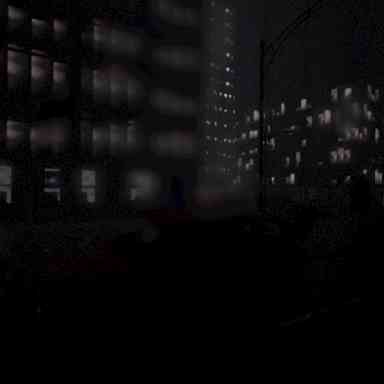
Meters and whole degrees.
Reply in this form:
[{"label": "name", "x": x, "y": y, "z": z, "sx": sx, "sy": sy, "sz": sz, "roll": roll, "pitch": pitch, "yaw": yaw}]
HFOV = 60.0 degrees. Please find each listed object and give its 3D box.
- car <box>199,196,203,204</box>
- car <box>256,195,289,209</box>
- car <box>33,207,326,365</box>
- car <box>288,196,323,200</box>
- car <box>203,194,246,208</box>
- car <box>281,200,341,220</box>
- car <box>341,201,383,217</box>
[{"label": "car", "x": 1.050, "y": 1.355, "z": 55.856, "sx": 1.947, "sy": 1.339, "sz": 4.313, "roll": 1, "pitch": 0, "yaw": -34}, {"label": "car", "x": 10.395, "y": 1.299, "z": 42.156, "sx": 2.192, "sy": 1.841, "sz": 5.009, "roll": 1, "pitch": 0, "yaw": -34}, {"label": "car", "x": -0.059, "y": 1.347, "z": 6.053, "sx": 5.009, "sy": 1.841, "sz": 2.192, "roll": 1, "pitch": 0, "yaw": -35}, {"label": "car", "x": 13.505, "y": 1.489, "z": 37.588, "sx": 1.967, "sy": 1.590, "sz": 4.097, "roll": 1, "pitch": 0, "yaw": -34}, {"label": "car", "x": 3.893, "y": 1.224, "z": 37.704, "sx": 2.192, "sy": 1.841, "sz": 5.009, "roll": 2, "pitch": 0, "yaw": -34}, {"label": "car", "x": 10.112, "y": 1.620, "z": 28.570, "sx": 1.802, "sy": 1.307, "sz": 4.206, "roll": 2, "pitch": 0, "yaw": -34}, {"label": "car", "x": 16.617, "y": 1.554, "z": 33.021, "sx": 1.967, "sy": 1.590, "sz": 4.097, "roll": 1, "pitch": 0, "yaw": -34}]
